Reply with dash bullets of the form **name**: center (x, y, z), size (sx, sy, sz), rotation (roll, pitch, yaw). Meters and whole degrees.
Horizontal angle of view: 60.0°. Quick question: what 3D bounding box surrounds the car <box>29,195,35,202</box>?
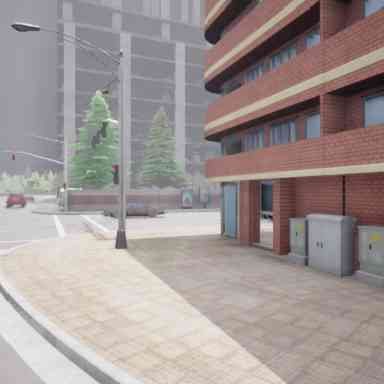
- **car**: center (-38.677, 1.524, 79.316), size (1.812, 1.442, 4.674), rotation (0, 0, -23)

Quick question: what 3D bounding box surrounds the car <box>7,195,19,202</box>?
- **car**: center (-42.064, 1.540, 78.341), size (2.033, 1.411, 5.357), rotation (0, 0, -23)

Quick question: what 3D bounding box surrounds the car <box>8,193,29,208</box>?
- **car**: center (-26.147, 1.221, 49.856), size (2.150, 2.045, 5.566), rotation (0, 0, -23)

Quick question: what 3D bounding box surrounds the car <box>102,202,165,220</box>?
- **car**: center (-5.069, 1.603, 29.210), size (5.357, 1.411, 2.033), rotation (0, 0, -22)
